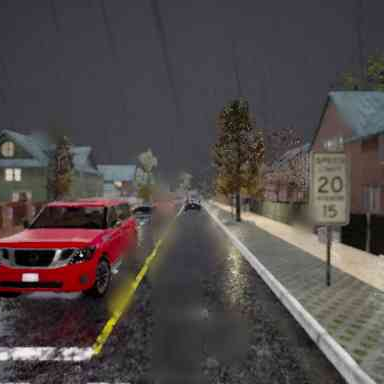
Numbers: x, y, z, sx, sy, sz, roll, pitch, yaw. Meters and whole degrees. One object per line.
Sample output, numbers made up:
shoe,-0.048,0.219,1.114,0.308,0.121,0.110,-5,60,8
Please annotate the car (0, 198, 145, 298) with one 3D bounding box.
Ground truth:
car,-2.885,1.211,8.853,2.150,2.045,5.566,0,0,2

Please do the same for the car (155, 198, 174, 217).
car,-2.829,1.374,31.802,2.097,1.767,4.553,0,0,0

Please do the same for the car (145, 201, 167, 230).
car,-2.843,1.521,21.189,1.812,1.442,4.674,0,0,0

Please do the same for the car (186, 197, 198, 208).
car,0.021,1.600,50.951,1.837,1.490,4.892,0,0,0

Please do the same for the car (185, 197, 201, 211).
car,0.107,1.614,40.964,1.994,1.385,4.181,0,0,0
